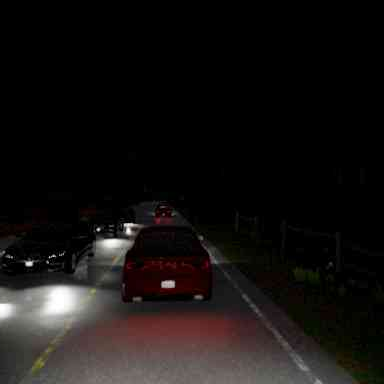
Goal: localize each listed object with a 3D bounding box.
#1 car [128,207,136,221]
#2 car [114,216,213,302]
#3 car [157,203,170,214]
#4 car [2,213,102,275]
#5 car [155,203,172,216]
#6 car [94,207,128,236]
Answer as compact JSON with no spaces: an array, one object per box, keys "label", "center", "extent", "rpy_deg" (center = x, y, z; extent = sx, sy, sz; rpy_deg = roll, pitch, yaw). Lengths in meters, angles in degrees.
[{"label":"car","center":[-6.199,2.089,30.476],"extent":[1.994,1.385,4.181],"rpy_deg":[0,-1,-5]},{"label":"car","center":[-0.661,1.614,8.667],"extent":[1.882,1.535,5.008],"rpy_deg":[0,-1,-5]},{"label":"car","center":[-4.287,2.374,49.533],"extent":[1.837,1.490,4.892],"rpy_deg":[0,-1,-5]},{"label":"car","center":[-4.498,1.683,11.171],"extent":[1.837,1.490,4.892],"rpy_deg":[0,-1,-5]},{"label":"car","center":[-3.406,2.292,39.598],"extent":[1.895,1.301,4.718],"rpy_deg":[0,-1,-5]},{"label":"car","center":[-5.332,1.852,20.597],"extent":[1.837,1.490,4.892],"rpy_deg":[0,-1,-5]}]
